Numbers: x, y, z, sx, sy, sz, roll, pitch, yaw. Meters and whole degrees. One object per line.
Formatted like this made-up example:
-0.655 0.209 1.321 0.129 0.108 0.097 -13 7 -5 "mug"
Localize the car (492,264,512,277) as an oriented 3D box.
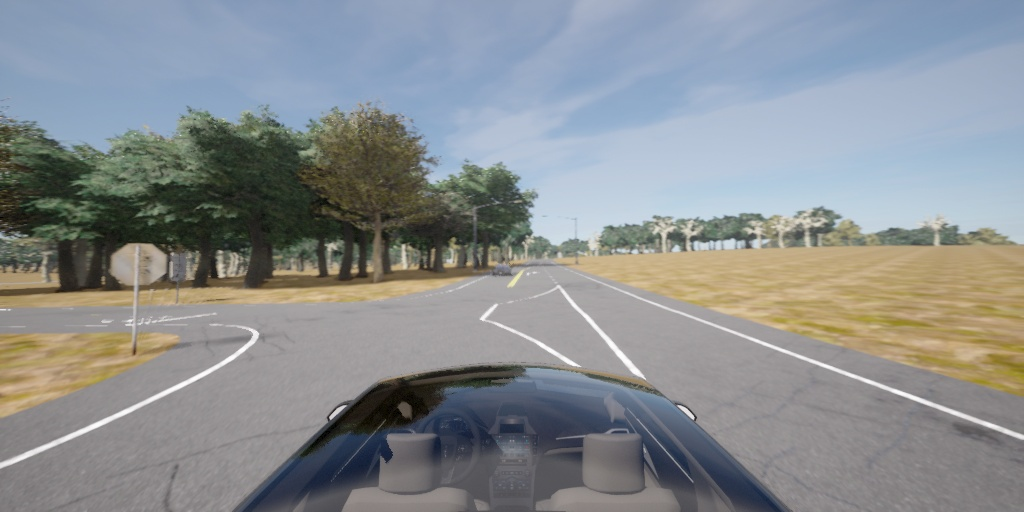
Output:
-1.067 1.565 39.681 1.994 1.385 4.181 -1 0 3 "car"
